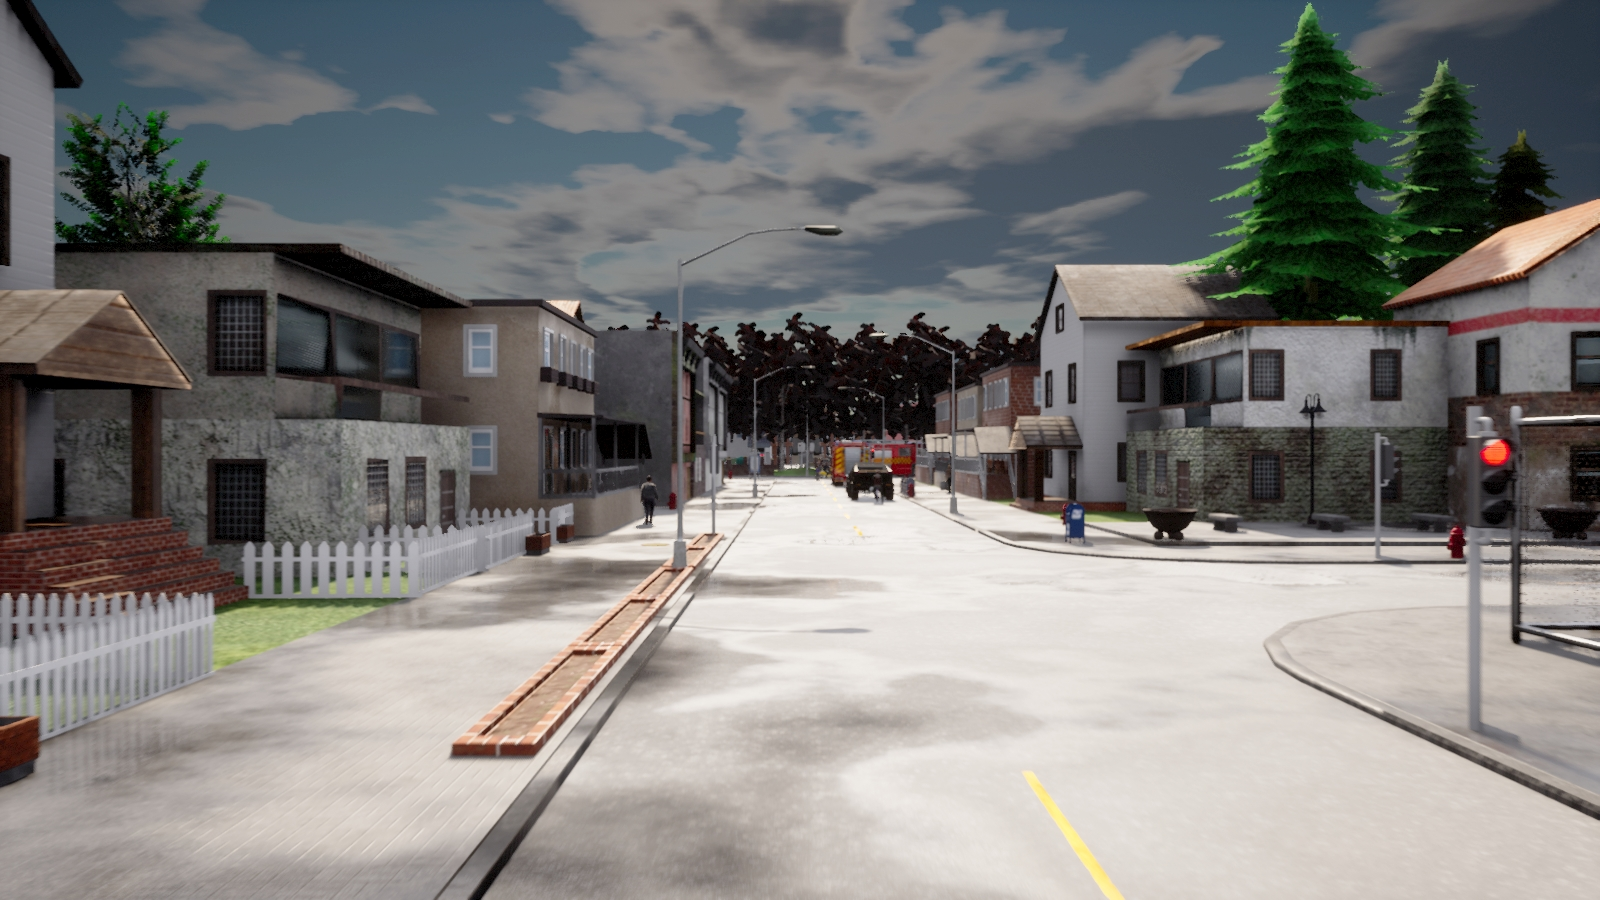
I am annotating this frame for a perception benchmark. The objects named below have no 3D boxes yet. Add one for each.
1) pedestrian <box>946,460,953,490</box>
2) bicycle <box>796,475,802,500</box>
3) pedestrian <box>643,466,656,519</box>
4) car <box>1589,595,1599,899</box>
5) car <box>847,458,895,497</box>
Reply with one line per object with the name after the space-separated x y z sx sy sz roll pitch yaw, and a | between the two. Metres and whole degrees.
9.136 1.524 69.864 0.375 1.860 0.375 0 0 1 | pedestrian
-0.046 1.940 59.358 0.329 1.271 1.835 0 0 0 | bicycle
-5.396 1.523 40.906 0.375 1.860 0.375 0 0 4 | pedestrian
4.009 1.559 1.449 2.150 2.045 5.566 0 0 0 | car
4.001 1.533 65.404 2.390 2.098 6.274 0 0 0 | car
